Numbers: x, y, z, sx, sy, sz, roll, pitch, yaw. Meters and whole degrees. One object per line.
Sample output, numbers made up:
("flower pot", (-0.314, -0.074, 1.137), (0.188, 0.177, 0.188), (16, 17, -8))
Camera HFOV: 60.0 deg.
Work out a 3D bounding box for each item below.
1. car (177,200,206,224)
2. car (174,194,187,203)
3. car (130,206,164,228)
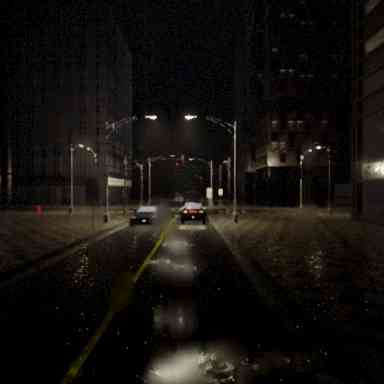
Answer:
("car", (0.099, 1.616, 26.056), (2.128, 1.511, 4.902), (0, 0, 0))
("car", (-3.003, 1.566, 77.584), (2.150, 2.045, 5.566), (0, 0, 0))
("car", (-3.067, 1.675, 23.281), (1.994, 1.385, 4.181), (0, 0, 0))
